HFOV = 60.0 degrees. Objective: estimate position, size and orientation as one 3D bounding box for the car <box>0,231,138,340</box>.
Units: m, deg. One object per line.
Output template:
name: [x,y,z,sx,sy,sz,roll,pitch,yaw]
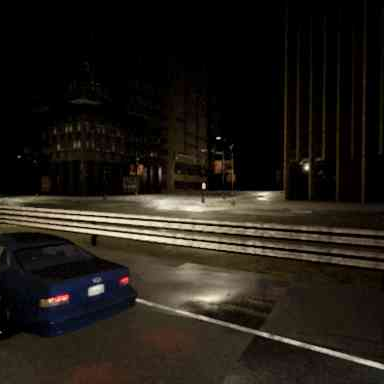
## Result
car: [-3.482,1.508,6.480,5.357,1.411,2.033,0,0,36]
